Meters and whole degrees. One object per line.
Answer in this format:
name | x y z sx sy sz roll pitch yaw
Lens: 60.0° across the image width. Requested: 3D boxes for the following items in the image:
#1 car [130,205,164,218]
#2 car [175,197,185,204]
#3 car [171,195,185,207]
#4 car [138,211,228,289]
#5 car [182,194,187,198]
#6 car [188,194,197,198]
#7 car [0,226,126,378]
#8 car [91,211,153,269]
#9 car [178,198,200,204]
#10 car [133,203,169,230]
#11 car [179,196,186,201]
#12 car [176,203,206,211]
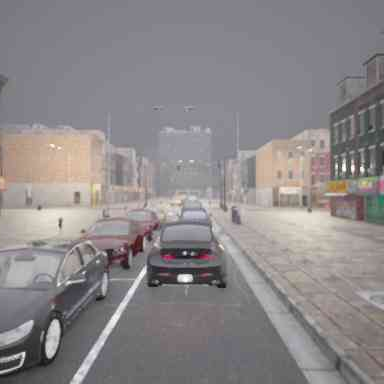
car | -2.613 1.558 16.685 1.887 1.381 4.507 0 0 0
car | -2.547 1.701 70.468 2.008 1.369 4.403 0 0 0
car | -2.567 1.621 53.967 1.752 1.417 4.829 0 0 0
car | -0.075 1.510 9.209 1.837 1.490 4.892 0 0 2
car | -2.559 1.428 59.580 2.192 1.841 5.009 0 0 0
car | 0.106 1.422 84.247 2.150 2.045 5.566 0 0 0
car | -2.627 1.553 5.697 2.008 1.369 4.403 0 0 0
car | -2.620 1.551 11.190 1.887 1.381 4.507 0 0 0
car | 0.057 1.508 27.556 1.882 1.535 5.008 0 0 0
car | -2.607 1.546 22.009 1.752 1.417 4.829 0 0 0
car | -2.519 1.782 92.244 1.887 1.381 4.507 0 0 0
car | 0.113 1.539 17.287 1.812 1.442 4.674 0 0 0
